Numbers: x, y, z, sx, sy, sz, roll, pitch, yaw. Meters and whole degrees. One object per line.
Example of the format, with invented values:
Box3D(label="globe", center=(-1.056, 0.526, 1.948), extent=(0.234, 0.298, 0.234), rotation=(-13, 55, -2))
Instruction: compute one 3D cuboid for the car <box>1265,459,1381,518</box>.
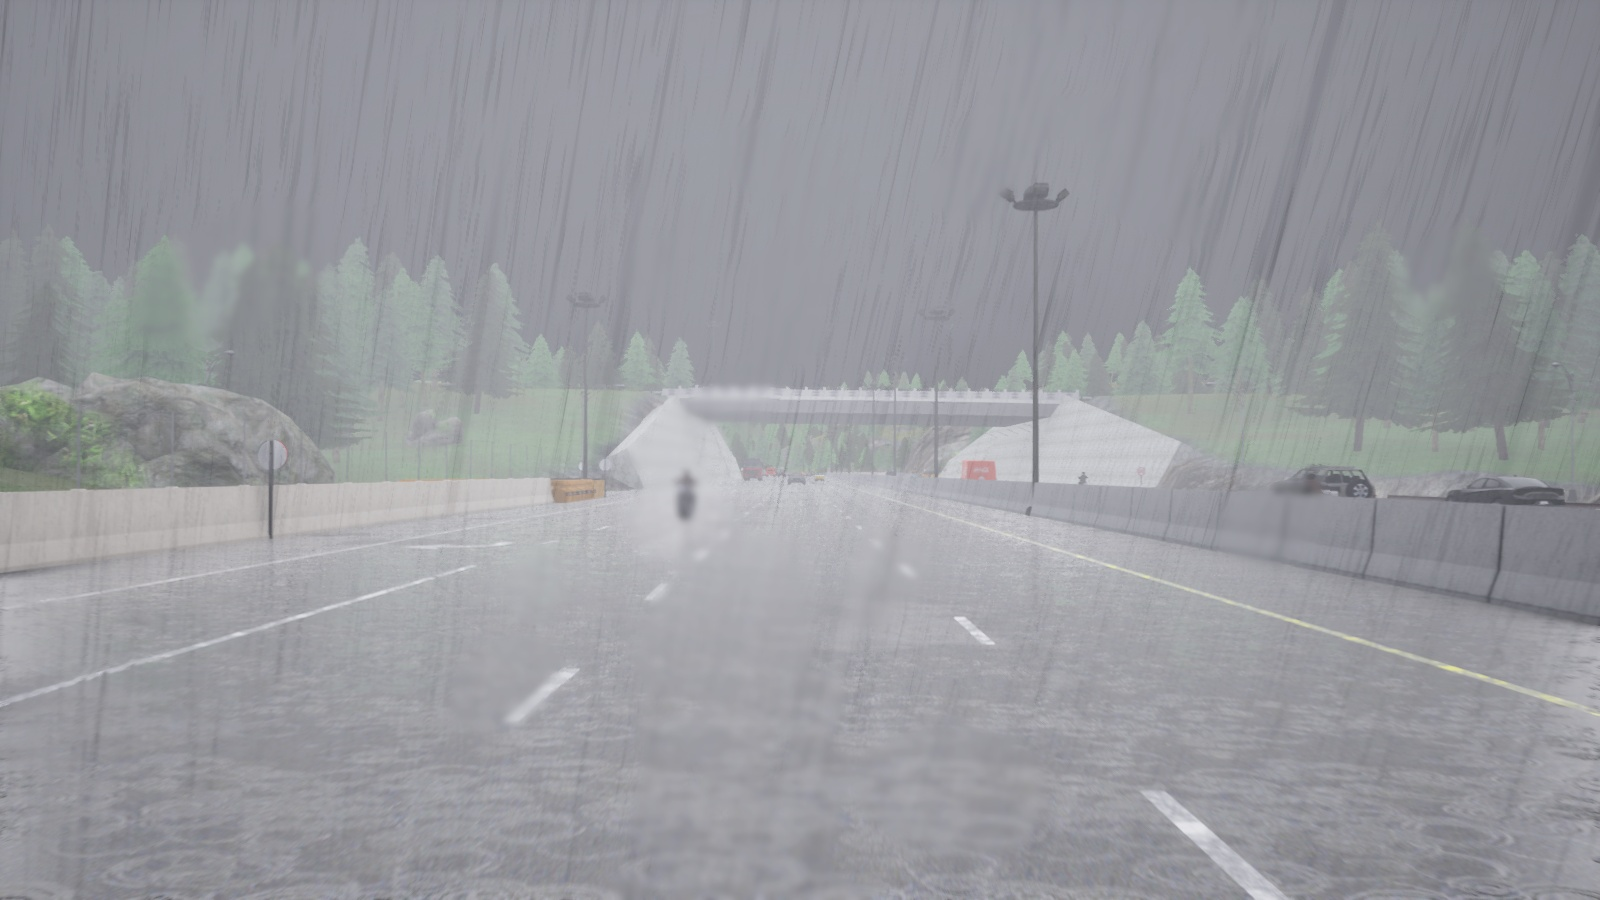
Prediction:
Box3D(label="car", center=(17.397, 1.266, 42.053), extent=(1.932, 1.855, 4.605), rotation=(0, -1, 0))

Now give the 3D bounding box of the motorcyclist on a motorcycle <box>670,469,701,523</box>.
Box3D(label="motorcyclist on a motorcycle", center=(-3.597, 1.444, 39.719), extent=(0.766, 1.649, 2.350), rotation=(0, -1, 0))

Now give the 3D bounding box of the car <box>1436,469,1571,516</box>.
Box3D(label="car", center=(24.394, 1.428, 43.789), extent=(1.882, 1.535, 5.008), rotation=(0, -1, 0))
